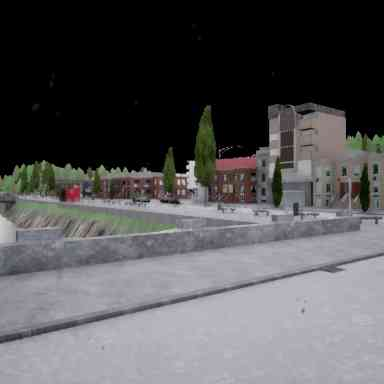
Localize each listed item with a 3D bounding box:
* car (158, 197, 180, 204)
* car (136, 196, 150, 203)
[{"bbox_3d":[-4.193,1.601,60.240,1.895,1.301,4.718,0,0,-35],"label":"car"},{"bbox_3d":[-10.357,1.561,68.882,1.994,1.385,4.181,0,0,-35],"label":"car"}]
